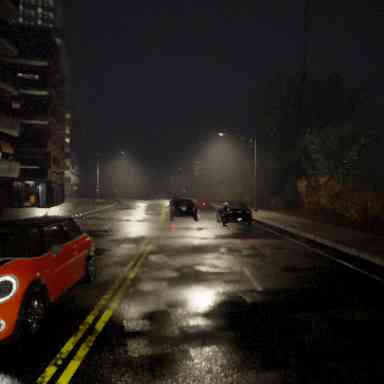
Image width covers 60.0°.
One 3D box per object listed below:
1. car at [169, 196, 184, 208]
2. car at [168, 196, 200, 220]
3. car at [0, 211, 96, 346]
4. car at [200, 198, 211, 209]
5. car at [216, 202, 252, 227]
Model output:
[{"bbox_3d":[-2.223,1.375,46.402,1.837,1.490,4.892,0,0,-5],"label":"car"},{"bbox_3d":[-0.737,1.283,27.042,2.097,1.767,4.553,0,0,-3],"label":"car"},{"bbox_3d":[-3.436,1.338,6.479,2.097,1.767,4.553,0,0,-1],"label":"car"},{"bbox_3d":[1.296,1.439,43.691,1.994,1.385,4.181,0,0,-5],"label":"car"},{"bbox_3d":[2.759,1.431,22.494,2.128,1.511,4.902,0,0,-3],"label":"car"}]
